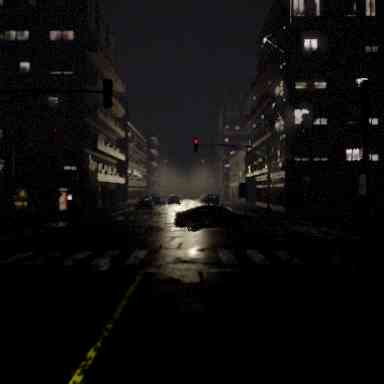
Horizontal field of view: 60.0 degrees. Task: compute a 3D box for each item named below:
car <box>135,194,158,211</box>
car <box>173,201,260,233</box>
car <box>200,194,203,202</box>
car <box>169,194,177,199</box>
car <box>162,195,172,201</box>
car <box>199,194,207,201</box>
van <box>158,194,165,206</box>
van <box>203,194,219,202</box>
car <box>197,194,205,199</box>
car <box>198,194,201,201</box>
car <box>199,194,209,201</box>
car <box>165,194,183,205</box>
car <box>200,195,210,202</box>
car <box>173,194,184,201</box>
[{"bbox_3d":[-5.454,1.301,38.757,1.967,1.590,4.097,0,0,0],"label":"car"},{"bbox_3d":[1.378,1.430,18.317,4.674,1.442,1.812,-1,0,0],"label":"car"},{"bbox_3d":[2.648,1.365,49.924,1.887,1.381,4.507,0,0,0],"label":"car"},{"bbox_3d":[-5.337,1.194,94.572,2.008,1.369,4.403,0,0,0],"label":"car"},{"bbox_3d":[-5.332,1.281,72.246,1.887,1.381,4.507,0,0,0],"label":"car"},{"bbox_3d":[2.547,1.258,77.829,1.887,1.381,4.507,0,0,0],"label":"car"},{"bbox_3d":[-5.421,1.161,49.921,1.690,1.788,3.998,0,0,0],"label":"van"},{"bbox_3d":[2.684,1.184,43.719,1.690,1.788,3.998,0,0,0],"label":"van"},{"bbox_3d":[2.543,1.209,94.574,1.947,1.339,4.313,0,0,0],"label":"car"},{"bbox_3d":[2.553,1.345,61.086,1.947,1.339,4.313,0,0,0],"label":"car"},{"bbox_3d":[2.548,1.176,72.248,1.967,1.590,4.097,0,0,0],"label":"car"},{"bbox_3d":[-2.816,1.332,53.675,1.812,1.442,4.674,0,0,0],"label":"car"},{"bbox_3d":[2.550,1.283,66.836,1.752,1.417,4.829,0,0,0],"label":"car"},{"bbox_3d":[-2.766,1.101,69.478,2.033,1.411,5.357,0,0,0],"label":"car"}]
